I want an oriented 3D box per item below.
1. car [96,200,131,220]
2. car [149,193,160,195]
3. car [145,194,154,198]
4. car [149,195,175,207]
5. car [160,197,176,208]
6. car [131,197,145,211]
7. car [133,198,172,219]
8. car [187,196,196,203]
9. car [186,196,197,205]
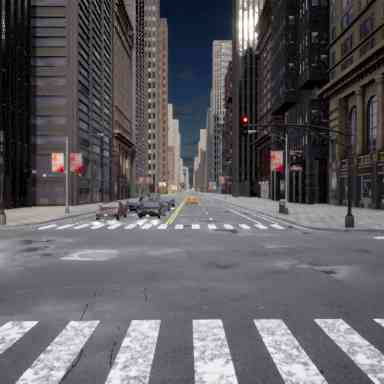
[{"bbox_3d":[-6.658,1.510,27.939,1.812,1.442,4.674,0,0,0],"label":"car"},{"bbox_3d":[-6.688,1.170,57.736,2.150,2.045,5.566,0,0,1],"label":"car"},{"bbox_3d":[-6.703,1.470,47.287,1.837,1.490,4.892,0,0,0],"label":"car"},{"bbox_3d":[-3.432,1.465,39.115,2.128,1.511,4.902,0,0,0],"label":"car"},{"bbox_3d":[-3.462,1.509,49.667,2.033,1.411,5.357,0,0,0],"label":"car"},{"bbox_3d":[-6.681,1.577,37.047,1.895,1.301,4.718,0,0,0],"label":"car"},{"bbox_3d":[-3.387,1.530,29.376,2.033,1.411,5.357,0,0,4],"label":"car"},{"bbox_3d":[-0.063,1.520,69.999,1.895,1.301,4.718,0,0,0],"label":"car"},{"bbox_3d":[-0.040,1.422,59.613,1.882,1.535,5.008,0,0,0],"label":"car"}]
